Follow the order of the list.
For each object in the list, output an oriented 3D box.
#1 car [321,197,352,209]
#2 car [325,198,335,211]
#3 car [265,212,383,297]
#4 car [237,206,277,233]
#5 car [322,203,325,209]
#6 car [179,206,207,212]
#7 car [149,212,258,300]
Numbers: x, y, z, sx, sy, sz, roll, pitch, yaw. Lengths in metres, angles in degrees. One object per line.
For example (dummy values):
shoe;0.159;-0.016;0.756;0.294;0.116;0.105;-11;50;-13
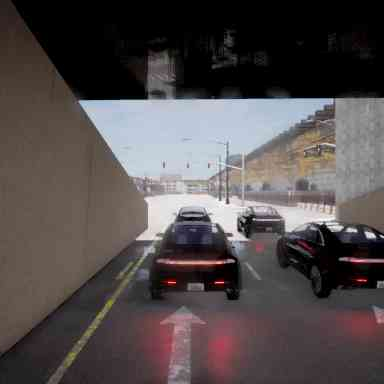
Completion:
car;17.446;1.295;40.120;1.853;1.218;4.536;0;0;45
car;17.320;1.453;35.476;2.038;1.542;4.974;0;0;-35
car;3.561;1.492;8.557;2.128;1.511;4.902;0;0;0
car;3.541;1.491;17.690;2.128;1.511;4.902;0;0;0
car;17.410;1.453;40.083;2.038;1.542;4.974;0;0;45
car;0.043;1.505;17.515;1.837;1.490;4.892;0;0;0
car;0.064;1.492;8.395;2.128;1.511;4.902;0;0;0
